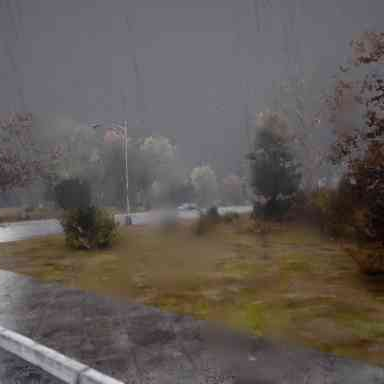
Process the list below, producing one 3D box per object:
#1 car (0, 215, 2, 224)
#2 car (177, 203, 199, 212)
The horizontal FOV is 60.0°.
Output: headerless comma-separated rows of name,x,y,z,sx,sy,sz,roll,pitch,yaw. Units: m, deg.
car,-18.934,2.442,28.379,1.837,1.490,4.892,-3,-2,35
car,-0.707,2.587,56.744,2.128,1.511,4.902,-3,-2,33
